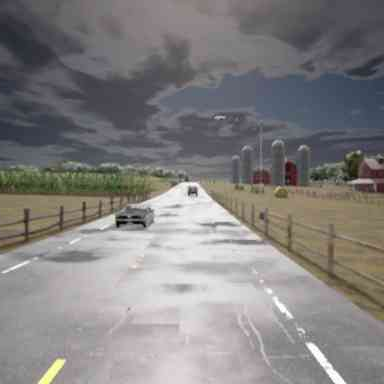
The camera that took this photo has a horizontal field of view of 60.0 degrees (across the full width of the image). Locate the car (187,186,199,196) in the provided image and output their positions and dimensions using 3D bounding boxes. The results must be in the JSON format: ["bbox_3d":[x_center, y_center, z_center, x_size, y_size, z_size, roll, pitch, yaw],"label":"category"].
[{"bbox_3d":[0.149,-0.255,68.576,2.150,2.045,5.566,0,2,0],"label":"car"}]

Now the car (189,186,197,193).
[{"bbox_3d":[0.173,-0.519,79.209,1.837,1.490,4.892,0,3,0],"label":"car"}]

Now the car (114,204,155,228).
[{"bbox_3d":[-3.522,1.438,21.105,1.895,1.301,4.718,0,1,1],"label":"car"}]
